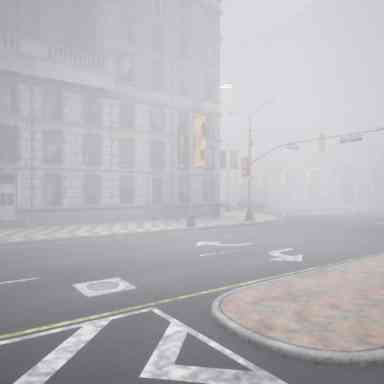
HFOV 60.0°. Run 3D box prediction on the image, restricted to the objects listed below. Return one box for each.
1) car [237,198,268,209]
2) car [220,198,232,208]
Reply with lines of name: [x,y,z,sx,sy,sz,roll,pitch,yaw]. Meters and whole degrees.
car: [8.101,1.529,44.776,1.812,1.442,4.674,0,0,-36]
car: [3.316,1.509,45.439,1.837,1.490,4.892,0,0,-36]
